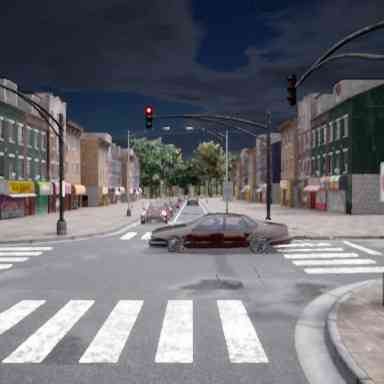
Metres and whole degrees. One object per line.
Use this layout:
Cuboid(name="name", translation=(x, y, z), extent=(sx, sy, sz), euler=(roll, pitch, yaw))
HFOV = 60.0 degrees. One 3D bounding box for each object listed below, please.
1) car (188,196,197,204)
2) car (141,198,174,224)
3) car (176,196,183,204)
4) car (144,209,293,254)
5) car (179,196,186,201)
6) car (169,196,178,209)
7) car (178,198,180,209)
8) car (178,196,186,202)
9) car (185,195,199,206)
Cuboid(name="car", translation=(0.134, 1.581, 68.528), extent=(1.882, 1.535, 5.008), euler=(0, 0, 0))
Cuboid(name="car", translation=(-2.633, 1.461, 24.649), extent=(1.967, 1.590, 4.097), euler=(-1, 0, 0))
Cuboid(name="car", translation=(-2.619, 1.601, 46.388), extent=(1.887, 1.381, 4.507), euler=(-1, 0, 0))
Cuboid(name="car", translation=(1.065, 1.539, 12.917), extent=(5.357, 1.411, 2.033), euler=(-1, 0, 0))
Cuboid(name="car", translation=(-2.592, 1.739, 89.866), extent=(1.802, 1.307, 4.206), euler=(-1, 0, 0))
Cuboid(name="car", translation=(-2.629, 1.468, 30.084), extent=(1.967, 1.590, 4.097), euler=(-1, 0, 0))
Cuboid(name="car", translation=(-2.625, 1.603, 35.518), extent=(1.947, 1.339, 4.313), euler=(-1, 0, 0))
Cuboid(name="car", translation=(-2.596, 1.708, 84.431), extent=(1.947, 1.339, 4.313), euler=(-1, 0, 0))
Cuboid(name="car", translation=(0.125, 1.602, 56.108), extent=(1.812, 1.442, 4.674), euler=(0, 0, 0))
